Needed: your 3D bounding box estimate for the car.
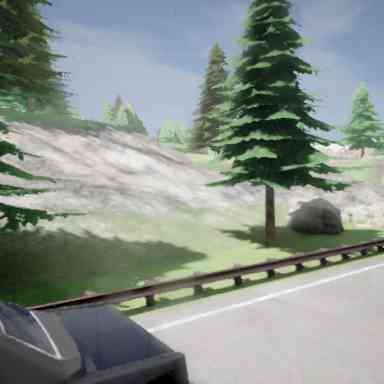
[{"bbox_3d":[-2.436,1.606,2.239,4.718,1.301,1.895,0,0,-35],"label":"car"}]
